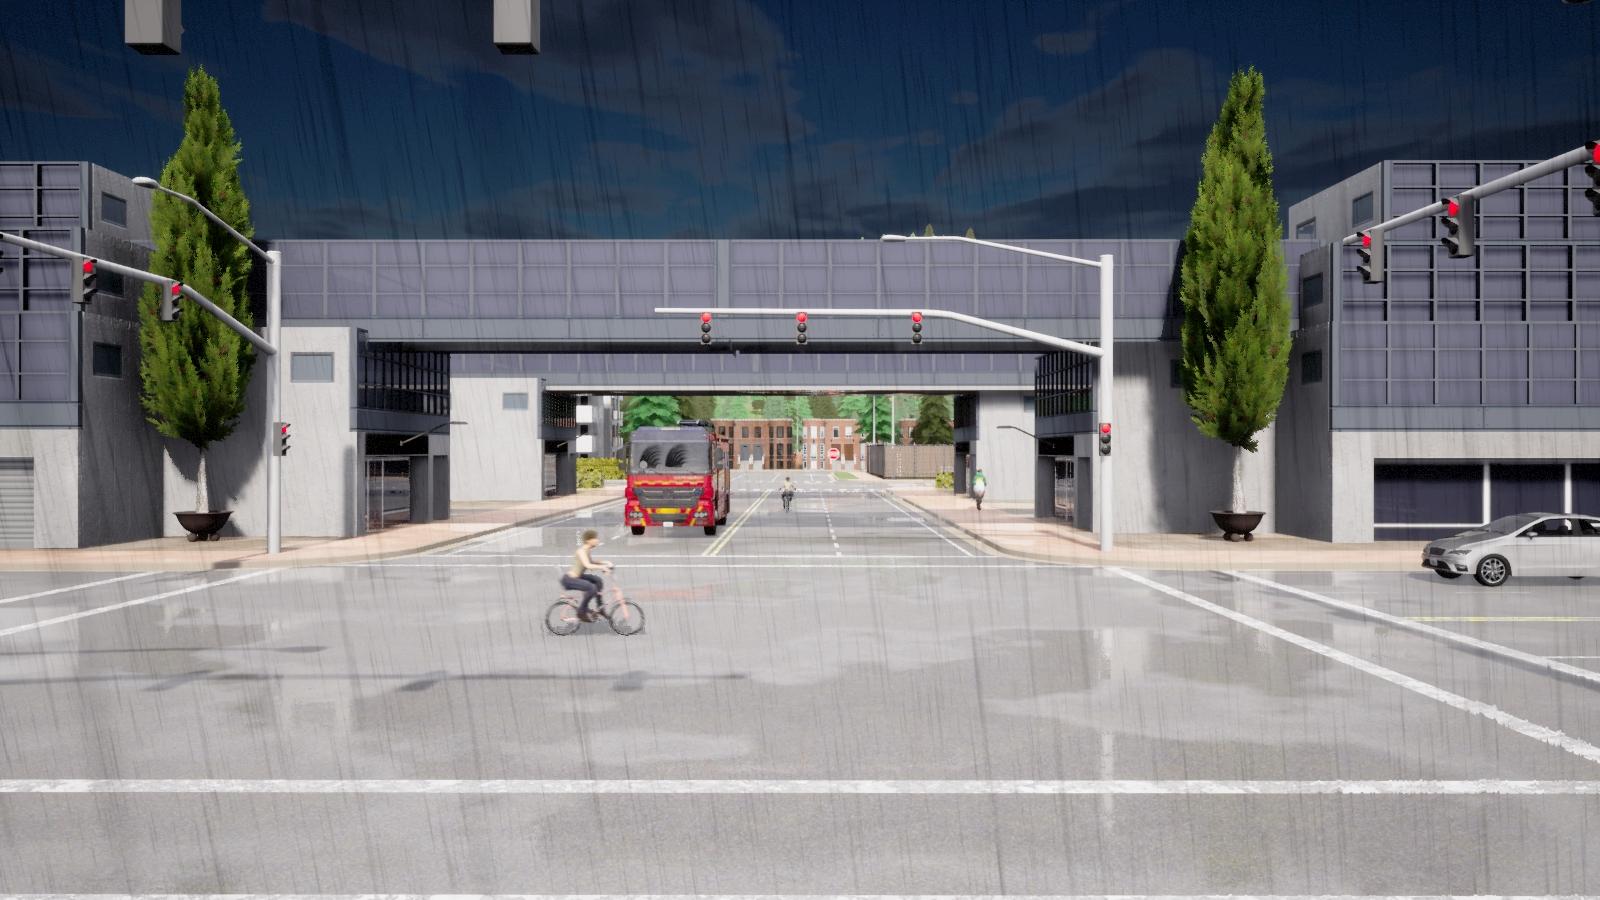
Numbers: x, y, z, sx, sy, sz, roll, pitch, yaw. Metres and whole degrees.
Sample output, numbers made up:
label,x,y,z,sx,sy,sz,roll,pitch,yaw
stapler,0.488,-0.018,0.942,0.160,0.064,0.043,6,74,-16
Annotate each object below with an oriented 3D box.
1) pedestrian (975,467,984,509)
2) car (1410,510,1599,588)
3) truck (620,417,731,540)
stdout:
label,x,y,z,sx,sy,sz,roll,pitch,yaw
pedestrian,7.983,1.698,50.804,0.375,1.860,0.375,0,0,11
car,15.490,2.066,24.189,4.193,1.474,1.816,0,0,0
truck,-4.133,0.890,39.814,2.891,3.827,8.468,0,0,0
